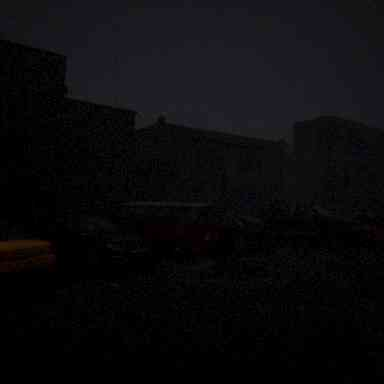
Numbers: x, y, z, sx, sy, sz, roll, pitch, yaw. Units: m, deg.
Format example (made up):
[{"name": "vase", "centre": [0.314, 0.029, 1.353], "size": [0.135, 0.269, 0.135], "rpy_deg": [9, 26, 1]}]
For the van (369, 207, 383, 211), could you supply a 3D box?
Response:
[{"name": "van", "centre": [10.927, 1.931, 21.179], "size": [4.442, 1.987, 1.878], "rpy_deg": [0, -3, 35]}]

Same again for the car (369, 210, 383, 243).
[{"name": "car", "centre": [8.577, 2.017, 19.440], "size": [5.366, 1.575, 1.946], "rpy_deg": [0, -3, 35]}]

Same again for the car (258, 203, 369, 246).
[{"name": "car", "centre": [6.058, 1.634, 17.847], "size": [5.566, 2.045, 2.435], "rpy_deg": [0, -3, 35]}]

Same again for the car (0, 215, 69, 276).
[{"name": "car", "centre": [-6.061, 1.482, 9.484], "size": [5.366, 1.575, 1.946], "rpy_deg": [-1, -1, 35]}]

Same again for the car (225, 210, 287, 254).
[{"name": "car", "centre": [1.247, 1.664, 14.458], "size": [4.892, 1.521, 2.231], "rpy_deg": [0, -1, 35]}]

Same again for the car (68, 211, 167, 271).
[{"name": "car", "centre": [-3.527, 1.525, 11.087], "size": [4.892, 1.521, 2.231], "rpy_deg": [-1, -2, 35]}]

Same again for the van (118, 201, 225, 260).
[{"name": "van", "centre": [-1.233, 1.359, 12.844], "size": [4.442, 1.987, 1.878], "rpy_deg": [0, -1, 35]}]
